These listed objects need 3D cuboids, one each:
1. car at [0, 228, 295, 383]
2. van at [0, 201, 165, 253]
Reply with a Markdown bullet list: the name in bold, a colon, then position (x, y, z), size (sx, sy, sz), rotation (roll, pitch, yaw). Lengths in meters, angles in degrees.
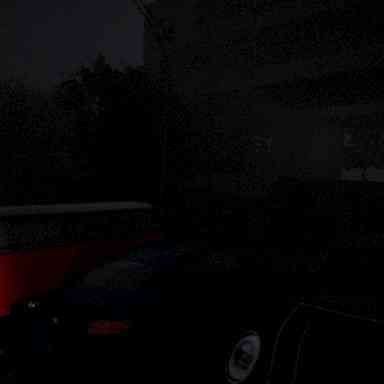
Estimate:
- **car**: position (-0.149, 1.497, 5.386), size (2.002, 1.452, 4.674), rotation (0, 0, 36)
- **van**: position (-2.351, 1.211, 7.105), size (1.878, 1.987, 4.442), rotation (1, 0, 36)
